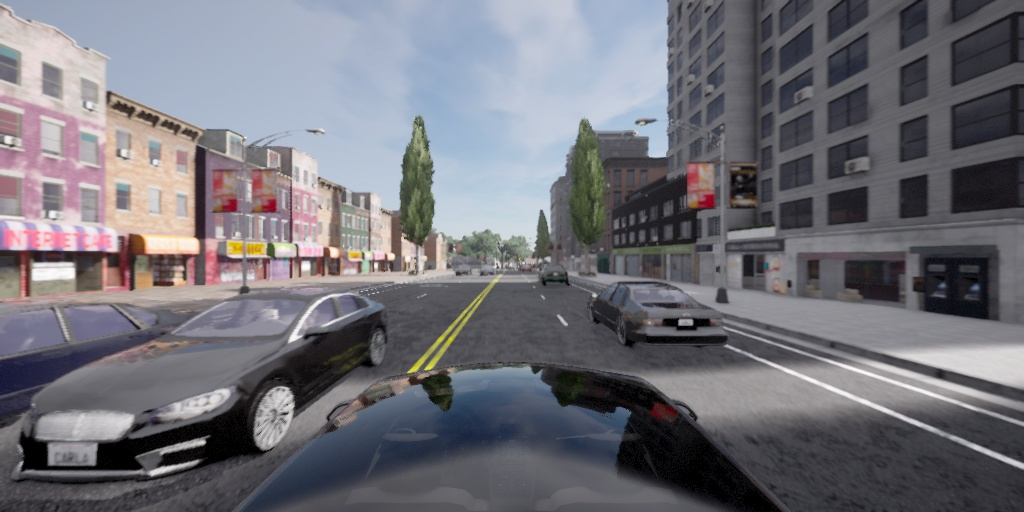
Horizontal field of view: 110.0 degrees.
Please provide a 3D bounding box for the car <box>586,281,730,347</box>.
[{"bbox_3d":[3.350,1.356,9.445,2.033,1.411,5.357,0,-1,0],"label":"car"}]

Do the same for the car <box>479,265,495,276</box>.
[{"bbox_3d":[-3.333,1.974,48.767,1.812,1.442,4.674,0,-1,0],"label":"car"}]

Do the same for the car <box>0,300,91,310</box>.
[{"bbox_3d":[-6.601,1.317,4.588,2.033,1.411,5.357,0,0,0],"label":"car"}]

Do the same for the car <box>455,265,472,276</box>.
[{"bbox_3d":[-6.582,1.961,49.028,1.837,1.490,4.892,0,-2,0],"label":"car"}]

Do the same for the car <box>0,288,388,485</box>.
[{"bbox_3d":[-3.350,1.265,5.183,2.128,1.511,4.902,0,0,0],"label":"car"}]

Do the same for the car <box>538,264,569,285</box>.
[{"bbox_3d":[3.342,1.432,29.480,2.097,1.767,4.553,0,-1,0],"label":"car"}]
